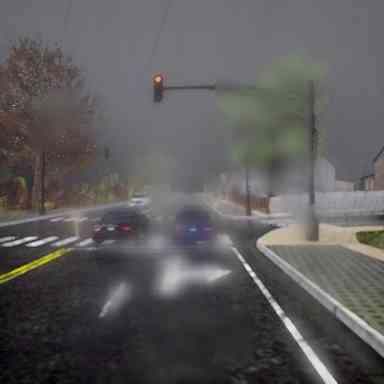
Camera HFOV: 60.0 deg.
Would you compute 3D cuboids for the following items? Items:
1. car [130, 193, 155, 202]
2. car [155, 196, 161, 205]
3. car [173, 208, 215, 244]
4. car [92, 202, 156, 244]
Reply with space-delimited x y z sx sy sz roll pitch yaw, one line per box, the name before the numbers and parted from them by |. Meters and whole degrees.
car | -6.508 1.171 42.441 2.150 2.045 5.566 0 0 0
car | -6.452 1.433 57.805 2.128 1.511 4.902 0 0 0
car | 0.096 1.460 15.689 2.033 1.411 5.357 -1 3 0
car | -3.156 1.493 15.737 2.033 1.411 5.357 -1 1 0
